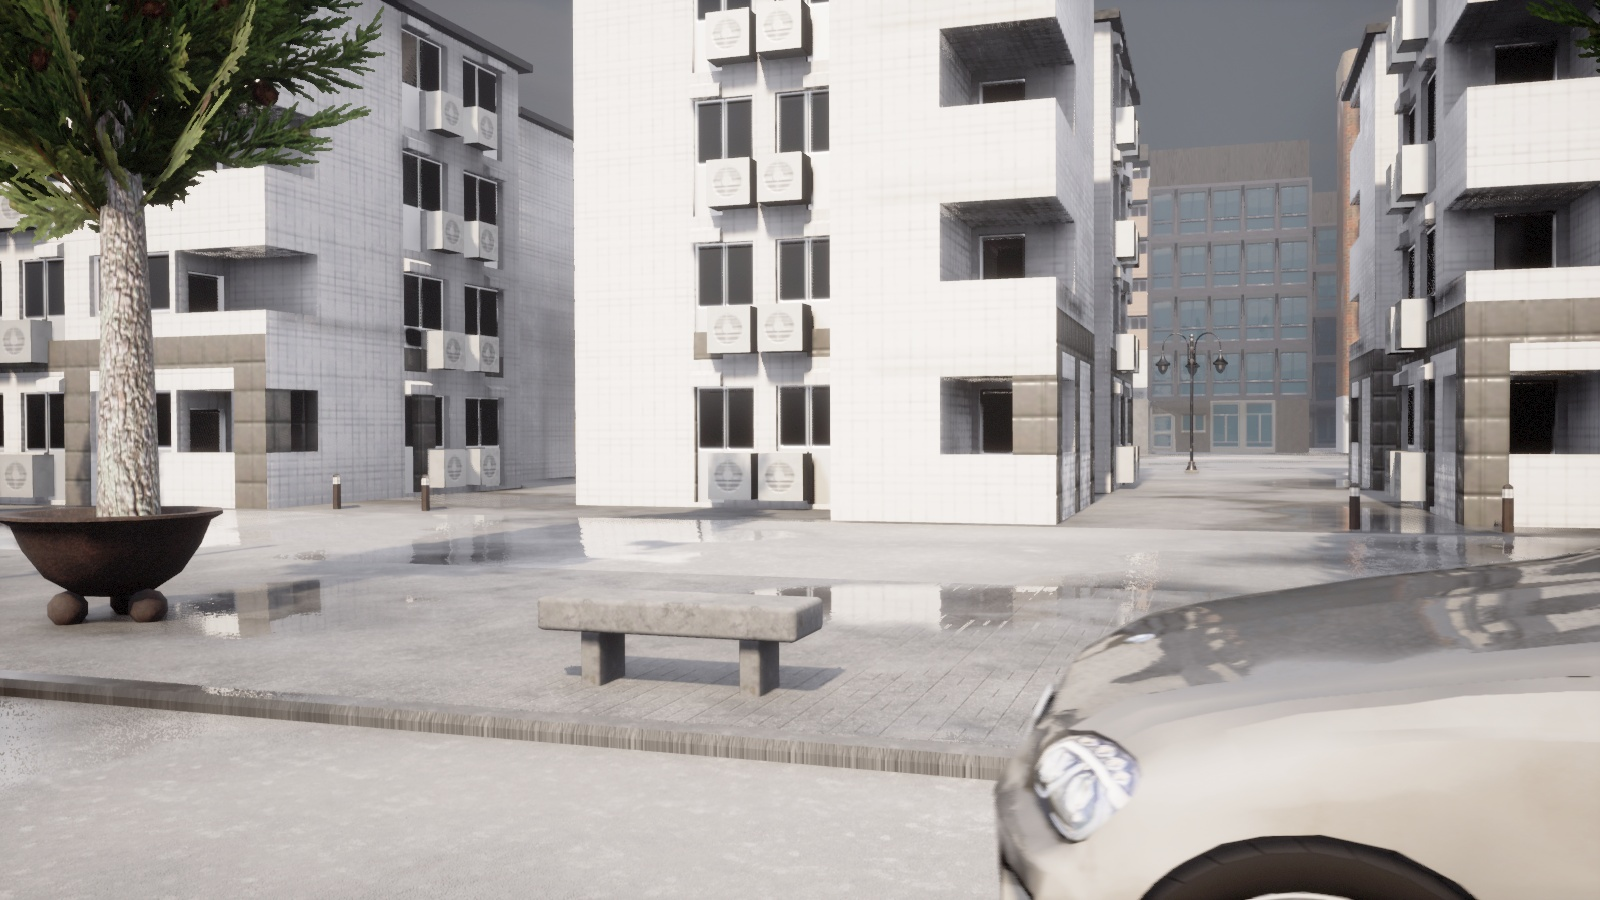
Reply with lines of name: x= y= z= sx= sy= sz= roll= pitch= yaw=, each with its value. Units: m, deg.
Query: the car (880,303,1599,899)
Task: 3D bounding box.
car: x=2.888 y=0.572 z=2.750 sx=5.027 sy=1.651 sz=2.152 roll=0 pitch=1 yaw=19
